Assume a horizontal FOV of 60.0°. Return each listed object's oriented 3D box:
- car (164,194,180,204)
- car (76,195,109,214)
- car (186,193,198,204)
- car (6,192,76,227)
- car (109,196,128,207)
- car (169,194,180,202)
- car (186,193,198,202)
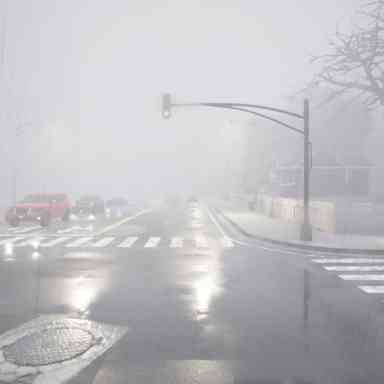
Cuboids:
[{"bbox_3d":[-3.259,1.158,52.669,1.895,1.301,4.718,0,0,0],"label":"car"},{"bbox_3d":[-9.846,1.101,31.870,2.097,1.767,4.553,0,1,0],"label":"car"},{"bbox_3d":[-0.009,1.083,52.639,1.812,1.442,4.674,0,1,0],"label":"car"},{"bbox_3d":[-9.854,1.063,21.932,2.150,2.045,5.566,0,1,0],"label":"car"},{"bbox_3d":[-9.846,1.239,43.844,1.895,1.301,4.718,0,1,0],"label":"car"},{"bbox_3d":[-3.261,1.037,62.642,1.994,1.385,4.181,0,0,0],"label":"car"},{"bbox_3d":[-0.011,0.964,62.642,2.128,1.511,4.902,0,0,0],"label":"car"}]
